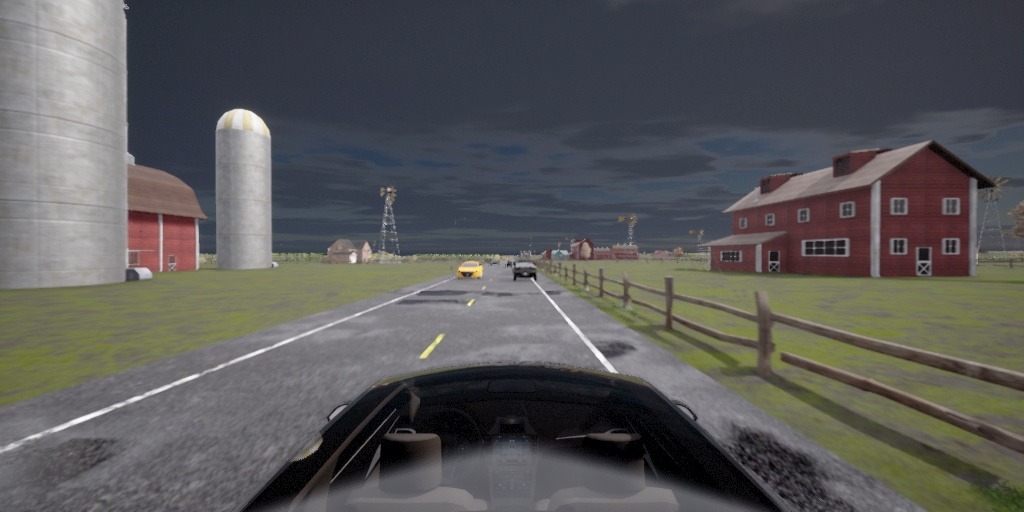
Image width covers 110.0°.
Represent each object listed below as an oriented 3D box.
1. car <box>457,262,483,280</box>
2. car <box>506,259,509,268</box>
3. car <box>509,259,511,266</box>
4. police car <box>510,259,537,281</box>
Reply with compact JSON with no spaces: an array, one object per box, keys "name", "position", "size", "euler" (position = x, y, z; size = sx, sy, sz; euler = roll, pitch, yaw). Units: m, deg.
[{"name":"car","position":[-3.601,1.228,31.477],"size":[1.882,1.535,5.008],"euler":[0,0,0]},{"name":"car","position":[-0.015,1.273,63.678],"size":[1.882,1.535,5.008],"euler":[0,0,0]},{"name":"car","position":[1.038,1.117,46.046],"size":[2.097,1.767,4.553],"euler":[0,0,0]},{"name":"police car","position":[1.043,1.175,30.184],"size":[1.930,1.638,5.238],"euler":[0,0,0]}]
